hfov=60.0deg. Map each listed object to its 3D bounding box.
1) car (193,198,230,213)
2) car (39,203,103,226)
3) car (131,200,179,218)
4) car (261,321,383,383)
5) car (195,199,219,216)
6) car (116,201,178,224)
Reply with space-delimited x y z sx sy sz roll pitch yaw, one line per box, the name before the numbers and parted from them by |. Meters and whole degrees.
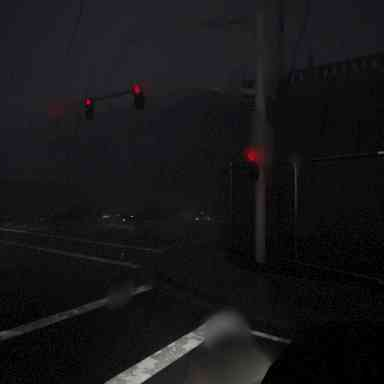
car | 2.363 1.545 39.794 2.128 1.511 4.902 0 0 35
car | -8.702 1.580 24.254 1.812 1.442 4.674 0 0 37
car | -3.414 1.580 31.655 1.812 1.442 4.674 0 0 36
car | 3.047 1.547 1.795 5.357 1.411 2.033 0 0 36
car | 2.533 1.602 33.993 2.033 1.411 5.357 0 0 35
car | -3.300 1.602 25.781 2.033 1.411 5.357 0 0 35
